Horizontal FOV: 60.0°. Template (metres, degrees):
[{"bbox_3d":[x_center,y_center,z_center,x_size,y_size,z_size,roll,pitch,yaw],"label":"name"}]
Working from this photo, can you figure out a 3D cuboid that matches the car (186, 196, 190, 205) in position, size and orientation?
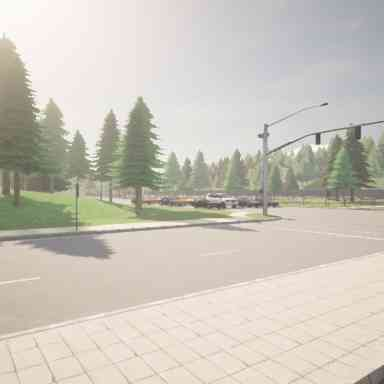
[{"bbox_3d":[-1.492,1.478,55.262,1.882,1.535,5.008,0,0,-35],"label":"car"}]

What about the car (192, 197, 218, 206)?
[{"bbox_3d":[2.167,1.601,56.149,1.895,1.301,4.718,0,0,-35],"label":"car"}]

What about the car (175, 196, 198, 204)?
[{"bbox_3d":[-1.143,1.547,67.047,2.033,1.411,5.357,0,0,-34],"label":"car"}]

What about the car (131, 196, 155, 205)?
[{"bbox_3d":[-9.290,1.547,60.302,2.033,1.411,5.357,0,0,-36],"label":"car"}]

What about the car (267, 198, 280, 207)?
[{"bbox_3d":[10.604,1.547,50.230,2.033,1.411,5.357,0,0,-35],"label":"car"}]

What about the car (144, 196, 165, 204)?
[{"bbox_3d":[-7.156,1.478,63.376,1.882,1.535,5.008,0,0,-35],"label":"car"}]

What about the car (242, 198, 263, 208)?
[{"bbox_3d":[7.677,1.547,48.301,2.033,1.411,5.357,0,0,-35],"label":"car"}]

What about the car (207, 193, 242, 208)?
[{"bbox_3d":[4.118,1.221,47.285,2.150,2.045,5.566,0,0,-34],"label":"car"}]

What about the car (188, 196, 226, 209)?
[{"bbox_3d":[1.931,1.601,44.296,1.895,1.301,4.718,0,0,-35],"label":"car"}]

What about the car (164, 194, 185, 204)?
[{"bbox_3d":[-3.404,1.352,64.131,2.097,1.767,4.553,0,0,-35],"label":"car"}]

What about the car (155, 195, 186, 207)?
[{"bbox_3d":[-3.424,1.505,51.919,1.837,1.490,4.892,0,0,-35],"label":"car"}]
